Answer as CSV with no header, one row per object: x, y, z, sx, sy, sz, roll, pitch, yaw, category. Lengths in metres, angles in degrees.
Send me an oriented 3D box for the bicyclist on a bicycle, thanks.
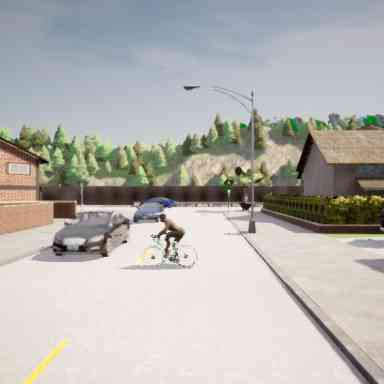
-0.680,1.449,9.780,1.656,1.620,0.582,-2,0,2,bicyclist on a bicycle

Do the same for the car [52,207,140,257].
-3.687,1.490,12.998,2.128,1.511,4.902,0,0,2,car

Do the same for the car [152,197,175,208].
-4.826,1.477,46.425,5.008,1.535,1.882,0,0,27,car

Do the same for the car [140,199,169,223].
-3.167,1.525,25.480,1.812,1.442,4.674,0,0,2,car
